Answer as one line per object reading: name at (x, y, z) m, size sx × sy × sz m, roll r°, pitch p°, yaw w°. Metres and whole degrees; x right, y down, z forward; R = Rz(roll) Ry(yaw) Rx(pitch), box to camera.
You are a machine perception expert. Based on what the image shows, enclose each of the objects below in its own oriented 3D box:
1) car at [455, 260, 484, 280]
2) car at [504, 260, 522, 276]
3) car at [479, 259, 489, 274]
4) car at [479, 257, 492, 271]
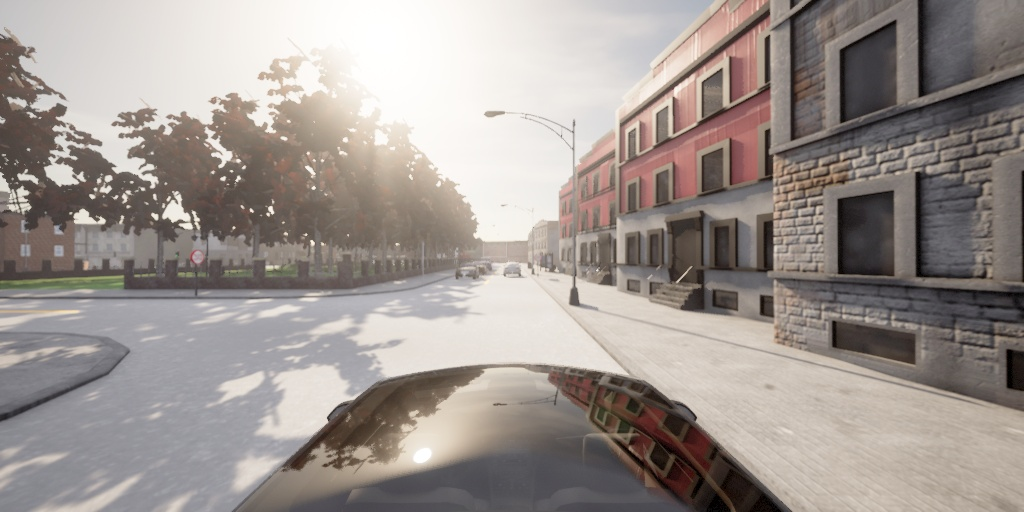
car at (-4.174, 1.401, 33.957) m, size 2.128 × 1.511 × 4.902 m, roll 0°, pitch 0°, yaw 0°
car at (0.031, 1.465, 39.931) m, size 1.812 × 1.442 × 4.674 m, roll 0°, pitch 0°, yaw 0°
car at (-4.192, 1.438, 44.105) m, size 1.882 × 1.535 × 5.008 m, roll 0°, pitch 0°, yaw 0°
car at (-4.189, 1.234, 54.841) m, size 2.150 × 2.045 × 5.566 m, roll 0°, pitch 0°, yaw 0°
